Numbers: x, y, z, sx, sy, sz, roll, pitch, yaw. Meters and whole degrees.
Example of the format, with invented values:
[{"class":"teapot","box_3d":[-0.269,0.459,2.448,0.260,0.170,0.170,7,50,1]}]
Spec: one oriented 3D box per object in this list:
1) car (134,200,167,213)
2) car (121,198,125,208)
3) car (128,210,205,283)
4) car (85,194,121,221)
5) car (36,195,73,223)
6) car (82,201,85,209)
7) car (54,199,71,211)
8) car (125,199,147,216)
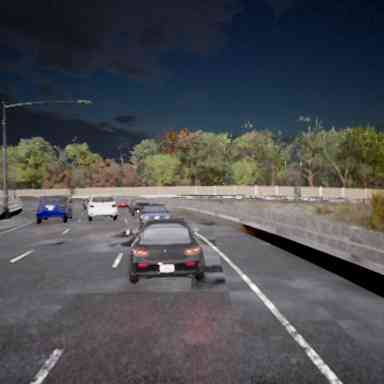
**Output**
[{"class":"car","box_3d":[-2.388,1.460,20.774,2.033,1.411,5.357,-1,0,-11]},{"class":"car","box_3d":[-9.419,1.458,43.395,1.994,1.385,4.181,-1,1,-23]},{"class":"car","box_3d":[-0.735,1.485,9.490,1.812,1.442,4.674,-1,0,-5]},{"class":"car","box_3d":[-7.304,1.189,26.997,2.150,2.045,5.566,-1,1,-17]},{"class":"car","box_3d":[-10.722,1.260,26.150,2.150,2.045,5.566,-1,1,-15]},{"class":"car","box_3d":[-13.171,1.514,43.361,2.033,1.411,5.357,-1,0,-23]},{"class":"car","box_3d":[-16.633,1.639,42.539,1.895,1.301,4.718,-1,0,-23]},{"class":"car","box_3d":[-4.953,1.393,31.291,1.837,1.490,4.892,-1,0,-16]}]
